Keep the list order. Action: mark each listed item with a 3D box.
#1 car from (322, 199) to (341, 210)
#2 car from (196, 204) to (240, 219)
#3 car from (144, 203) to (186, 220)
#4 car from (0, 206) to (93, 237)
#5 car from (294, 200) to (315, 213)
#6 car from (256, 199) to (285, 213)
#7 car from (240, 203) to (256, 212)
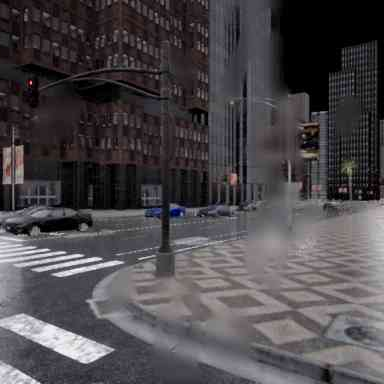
[{"bbox_3d":[26.025,2.506,62.314,1.837,1.490,4.892,0,-1,35],"label":"car"},{"bbox_3d":[2.633,2.008,34.920,2.033,1.411,5.357,0,-1,35],"label":"car"},{"bbox_3d":[-2.616,1.868,33.091,1.882,1.535,5.008,0,0,35],"label":"car"},{"bbox_3d":[-8.182,1.665,19.481,1.882,1.535,5.008,0,-1,35],"label":"car"},{"bbox_3d":[16.456,2.295,48.647,2.033,1.411,5.357,0,-1,33],"label":"car"},{"bbox_3d":[11.327,2.188,47.227,1.837,1.490,4.892,0,-1,36],"label":"car"},{"bbox_3d":[8.069,2.227,48.259,1.994,1.385,4.181,0,-1,36],"label":"car"}]
